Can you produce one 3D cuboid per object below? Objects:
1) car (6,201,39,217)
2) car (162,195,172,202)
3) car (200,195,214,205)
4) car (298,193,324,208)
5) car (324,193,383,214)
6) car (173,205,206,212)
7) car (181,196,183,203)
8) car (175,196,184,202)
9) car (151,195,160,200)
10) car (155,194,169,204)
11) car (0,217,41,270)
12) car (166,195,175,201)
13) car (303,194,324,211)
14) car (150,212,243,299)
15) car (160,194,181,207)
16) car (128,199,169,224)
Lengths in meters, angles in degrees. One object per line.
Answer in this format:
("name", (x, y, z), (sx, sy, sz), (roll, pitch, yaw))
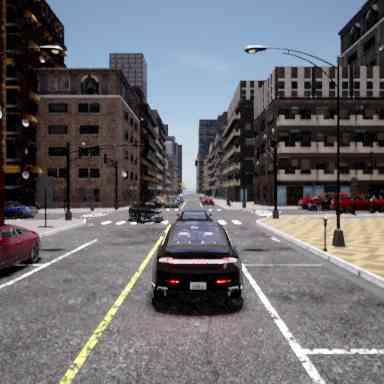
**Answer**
("car", (-17.044, 1.646, 31.559), (4.553, 1.767, 2.097), (-1, 0, 0))
("car", (-5.599, 1.468, 74.011), (1.967, 1.590, 4.097), (0, 0, 0))
("car", (2.760, 1.456, 56.955), (1.967, 1.590, 4.097), (0, 0, 0))
("car", (14.606, 1.014, 37.572), (5.009, 1.841, 2.192), (-1, 1, 0))
("car", (14.730, 1.028, 29.193), (5.009, 1.841, 2.192), (-1, 1, 0))
("car", (0.120, 1.564, 17.078), (1.994, 1.385, 4.181), (0, 0, 0))
("car", (-3.008, 1.618, 58.161), (1.895, 1.301, 4.718), (0, 0, 0))
("car", (-2.902, 1.570, 79.098), (2.033, 1.411, 5.357), (0, 0, 0))
("car", (-5.627, 1.579, 51.281), (1.947, 1.339, 4.313), (0, 0, 0))
("car", (-5.613, 1.335, 62.646), (2.192, 1.841, 5.009), (0, 0, 0))
("car", (-5.730, 1.582, 9.258), (1.802, 1.307, 4.206), (0, 0, 0))
("car", (-5.585, 1.478, 85.377), (1.967, 1.590, 4.097), (0, 0, 0))
("car", (14.610, 1.229, 35.001), (4.674, 1.442, 1.812), (-1, 0, 0))
("car", (0.113, 1.491, 8.463), (2.128, 1.511, 4.902), (0, 0, 0))
("car", (-3.006, 1.364, 48.229), (2.097, 1.767, 4.553), (0, 0, 0))
("car", (-3.560, 1.542, 25.262), (1.837, 1.490, 4.892), (3, -2, -22))
